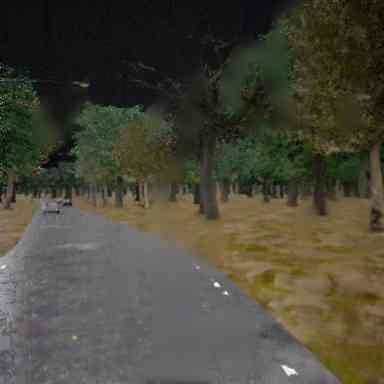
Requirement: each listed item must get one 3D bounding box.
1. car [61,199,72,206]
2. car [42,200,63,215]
[{"bbox_3d":[-29.476,2.624,78.688,1.882,1.535,5.008,0,-1,-24],"label":"car"},{"bbox_3d":[-17.496,2.052,41.392,1.837,1.490,4.892,0,-1,-24],"label":"car"}]
